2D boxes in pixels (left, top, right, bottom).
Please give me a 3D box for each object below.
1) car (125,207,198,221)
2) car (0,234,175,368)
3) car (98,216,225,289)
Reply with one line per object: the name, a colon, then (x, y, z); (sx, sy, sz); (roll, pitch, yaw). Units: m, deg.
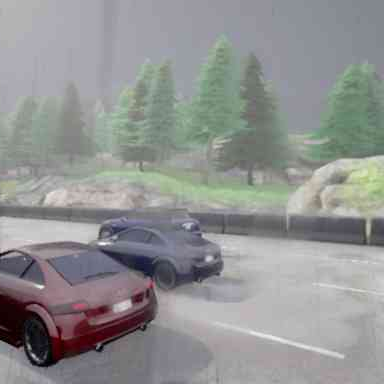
car: (-1.854, 1.390, 13.921); (4.553, 1.767, 2.097); (0, 0, 36)
car: (-2.608, 1.586, 5.854); (4.181, 1.385, 1.994); (0, 0, 36)
car: (-1.213, 1.589, 9.160); (4.181, 1.385, 1.994); (0, 0, 36)
